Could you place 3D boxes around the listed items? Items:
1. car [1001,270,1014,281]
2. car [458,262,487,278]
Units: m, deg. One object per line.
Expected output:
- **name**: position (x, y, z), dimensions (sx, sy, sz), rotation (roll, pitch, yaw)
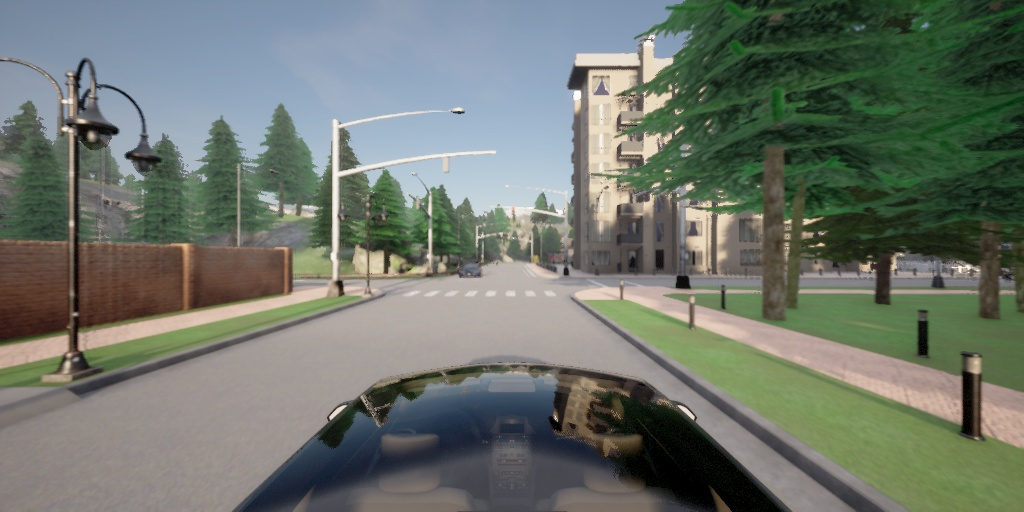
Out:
- **car**: position (41.647, 1.296, 27.715), dimensions (5.357, 1.411, 2.033), rotation (0, 0, 2)
- **car**: position (-3.755, 1.382, 33.395), dimensions (1.994, 1.385, 4.181), rotation (0, 1, 0)
